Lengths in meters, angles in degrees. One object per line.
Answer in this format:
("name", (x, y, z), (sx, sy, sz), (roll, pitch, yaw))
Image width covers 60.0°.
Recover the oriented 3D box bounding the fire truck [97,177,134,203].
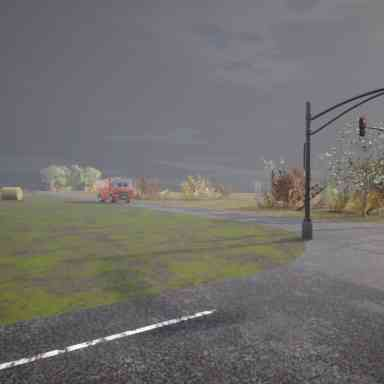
("fire truck", (-11.715, -0.354, 50.059), (2.891, 3.827, 8.468), (1, 0, -32))
